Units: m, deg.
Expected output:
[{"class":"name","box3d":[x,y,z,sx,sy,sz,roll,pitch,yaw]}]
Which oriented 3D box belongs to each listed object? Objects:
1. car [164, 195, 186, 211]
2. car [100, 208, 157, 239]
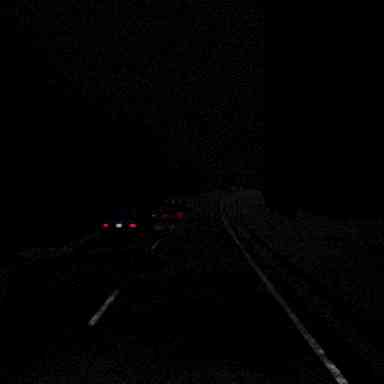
[{"class":"car","box3d":[-1.830,1.083,37.572,2.097,1.767,4.553,0,1,4]},{"class":"car","box3d":[-3.045,1.492,16.837,2.033,1.411,5.357,0,0,2]}]
